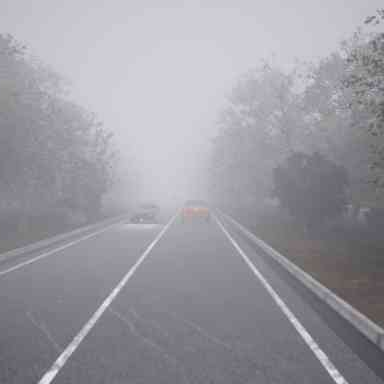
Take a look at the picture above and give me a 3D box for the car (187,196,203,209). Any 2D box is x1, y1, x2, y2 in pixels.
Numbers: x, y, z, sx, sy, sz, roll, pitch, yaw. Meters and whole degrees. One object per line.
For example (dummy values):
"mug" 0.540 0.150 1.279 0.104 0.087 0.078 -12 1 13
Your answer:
"car" 0.428 1.415 46.244 2.128 1.511 4.902 0 0 0

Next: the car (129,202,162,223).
"car" -3.386 1.500 25.287 2.033 1.411 5.357 0 0 1

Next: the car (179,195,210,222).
"car" 0.281 1.312 26.184 2.097 1.767 4.553 0 0 0

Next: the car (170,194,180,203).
"car" -3.042 1.187 65.084 2.097 1.767 4.553 0 0 1
